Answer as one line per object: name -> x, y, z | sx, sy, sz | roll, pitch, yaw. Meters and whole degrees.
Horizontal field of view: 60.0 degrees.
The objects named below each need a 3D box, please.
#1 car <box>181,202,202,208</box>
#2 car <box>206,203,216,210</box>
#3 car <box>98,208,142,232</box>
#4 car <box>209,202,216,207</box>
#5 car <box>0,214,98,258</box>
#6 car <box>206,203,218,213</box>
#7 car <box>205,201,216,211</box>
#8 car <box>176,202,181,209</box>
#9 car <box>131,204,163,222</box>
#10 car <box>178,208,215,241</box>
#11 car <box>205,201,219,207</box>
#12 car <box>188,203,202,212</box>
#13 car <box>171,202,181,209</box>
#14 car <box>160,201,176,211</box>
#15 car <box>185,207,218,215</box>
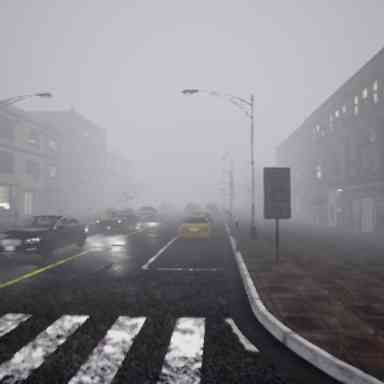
car -> -0.002, 2.411, 50.851 | 2.097, 1.767, 4.553 | 0, -1, 4
car -> 4.236, 3.151, 73.350 | 1.947, 1.339, 4.313 | 0, -1, 4
car -> -5.196, 2.026, 23.507 | 1.895, 1.301, 4.718 | 0, -1, 4
car -> 5.889, 3.626, 95.279 | 1.752, 1.417, 4.829 | 0, -1, 4
car -> -5.904, 1.689, 13.608 | 2.128, 1.511, 4.902 | 0, -1, 5
car -> 3.426, 2.684, 56.004 | 1.837, 1.490, 4.892 | 0, -1, 4
car -> 3.838, 2.771, 67.839 | 2.192, 1.841, 5.009 | 0, -1, 4
car -> -4.123, 3.180, 73.958 | 1.802, 1.307, 4.206 | 0, -1, 4
car -> -4.451, 2.184, 33.567 | 1.812, 1.442, 4.674 | 0, -1, 4
car -> 0.243, 1.832, 18.350 | 1.752, 1.417, 4.829 | 0, -1, 4
car -> 2.914, 2.495, 49.025 | 1.882, 1.535, 5.008 | 0, -1, 4
car -> 0.638, 2.757, 59.721 | 2.128, 1.511, 4.902 | 0, -1, 5
car -> -3.720, 3.168, 79.478 | 1.967, 1.590, 4.097 | 0, -1, 4
car -> -4.921, 2.655, 62.930 | 2.192, 1.841, 5.009 | 0, -1, 4
car -> 0.631, 1.981, 23.697 | 2.008, 1.369, 4.403 | 0, -1, 4
